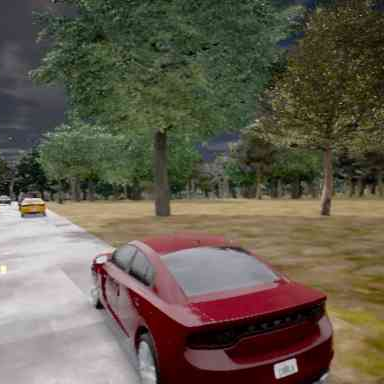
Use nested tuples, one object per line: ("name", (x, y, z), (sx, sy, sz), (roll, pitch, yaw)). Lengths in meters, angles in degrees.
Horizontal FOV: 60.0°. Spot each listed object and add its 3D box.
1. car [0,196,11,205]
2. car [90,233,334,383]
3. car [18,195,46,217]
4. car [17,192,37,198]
("car", (-31.711, 1.448, 56.240), (1.882, 1.535, 5.008), (-2, 0, -28))
("car", (-0.289, 1.374, 5.128), (1.882, 1.535, 5.008), (-2, 1, -27))
("car", (-14.010, 1.299, 29.292), (1.882, 1.535, 5.008), (-2, 1, -28))
("car", (-19.027, 1.045, 38.735), (2.150, 2.045, 5.566), (-2, 1, -28))
